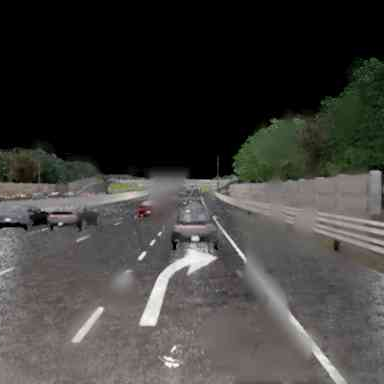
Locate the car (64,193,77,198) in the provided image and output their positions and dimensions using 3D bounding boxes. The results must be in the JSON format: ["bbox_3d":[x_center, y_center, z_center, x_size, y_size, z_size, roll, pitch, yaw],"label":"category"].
[{"bbox_3d":[-27.417,0.897,76.244,2.033,1.411,5.357,0,1,1],"label":"car"}]

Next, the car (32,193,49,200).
[{"bbox_3d":[-31.033,1.068,68.320,1.837,1.490,4.892,0,1,1],"label":"car"}]

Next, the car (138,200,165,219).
[{"bbox_3d":[-3.416,1.435,28.899,1.882,1.535,5.008,0,0,0],"label":"car"}]

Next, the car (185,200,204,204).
[{"bbox_3d":[0.211,1.515,32.977,1.994,1.385,4.181,0,0,0],"label":"car"}]

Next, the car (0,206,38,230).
[{"bbox_3d":[-10.356,1.532,20.739,1.994,1.385,4.181,0,0,0],"label":"car"}]

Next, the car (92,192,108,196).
[{"bbox_3d":[-20.424,0.876,75.716,1.837,1.490,4.892,0,1,1],"label":"car"}]

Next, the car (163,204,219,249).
[{"bbox_3d":[0.122,1.470,14.426,2.128,1.511,4.902,0,0,0],"label":"car"}]

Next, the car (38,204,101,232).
[{"bbox_3d":[-6.860,1.461,19.815,2.128,1.511,4.902,0,0,0],"label":"car"}]

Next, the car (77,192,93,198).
[{"bbox_3d":[-23.917,0.713,76.214,2.097,1.767,4.553,0,1,1],"label":"car"}]
